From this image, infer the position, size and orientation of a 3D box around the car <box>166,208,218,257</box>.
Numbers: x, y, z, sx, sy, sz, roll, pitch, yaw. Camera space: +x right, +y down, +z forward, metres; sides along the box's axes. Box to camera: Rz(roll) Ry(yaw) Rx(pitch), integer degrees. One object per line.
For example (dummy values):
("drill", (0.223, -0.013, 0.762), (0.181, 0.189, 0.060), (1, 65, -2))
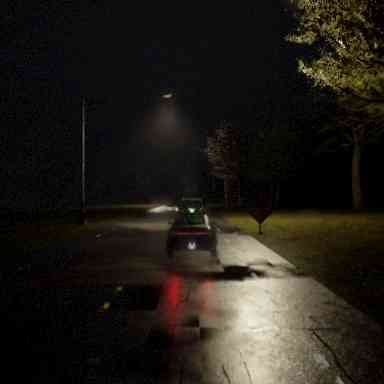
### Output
("car", (0.015, 1.640, 13.531), (2.128, 1.511, 4.902), (0, -1, 0))

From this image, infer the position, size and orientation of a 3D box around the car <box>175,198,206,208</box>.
("car", (0.004, 1.542, 27.578), (2.150, 2.045, 5.566), (0, 0, 0))

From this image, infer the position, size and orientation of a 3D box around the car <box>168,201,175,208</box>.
("car", (-3.531, 2.417, 64.563), (1.994, 1.385, 4.181), (0, -1, 1))

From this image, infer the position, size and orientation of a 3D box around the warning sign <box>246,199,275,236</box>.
("warning sign", (3.556, 1.308, 17.315), (1.300, 1.860, 1.060), (1, 0, 0))
